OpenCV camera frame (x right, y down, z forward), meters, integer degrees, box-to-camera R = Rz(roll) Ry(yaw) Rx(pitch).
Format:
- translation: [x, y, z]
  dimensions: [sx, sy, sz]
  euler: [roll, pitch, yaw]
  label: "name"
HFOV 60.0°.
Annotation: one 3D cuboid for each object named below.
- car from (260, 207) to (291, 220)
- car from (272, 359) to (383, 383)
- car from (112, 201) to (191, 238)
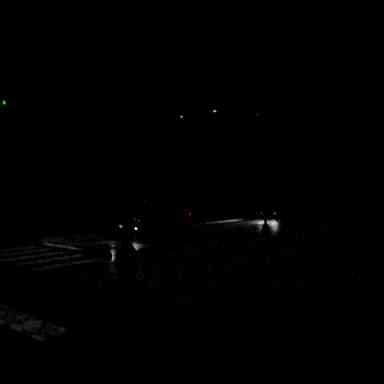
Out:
- translation: [9.187, 2.350, 36.405]
  dimensions: [1.895, 1.301, 4.718]
  euler: [0, -1, 36]
  label: "car"
- translation: [2.287, 1.551, 1.320]
  dimensions: [4.403, 1.369, 2.008]
  euler: [0, 0, 36]
  label: "car"
- translation: [-2.274, 1.560, 20.326]
  dimensions: [2.150, 2.045, 5.566]
  euler: [0, -1, 35]
  label: "car"
